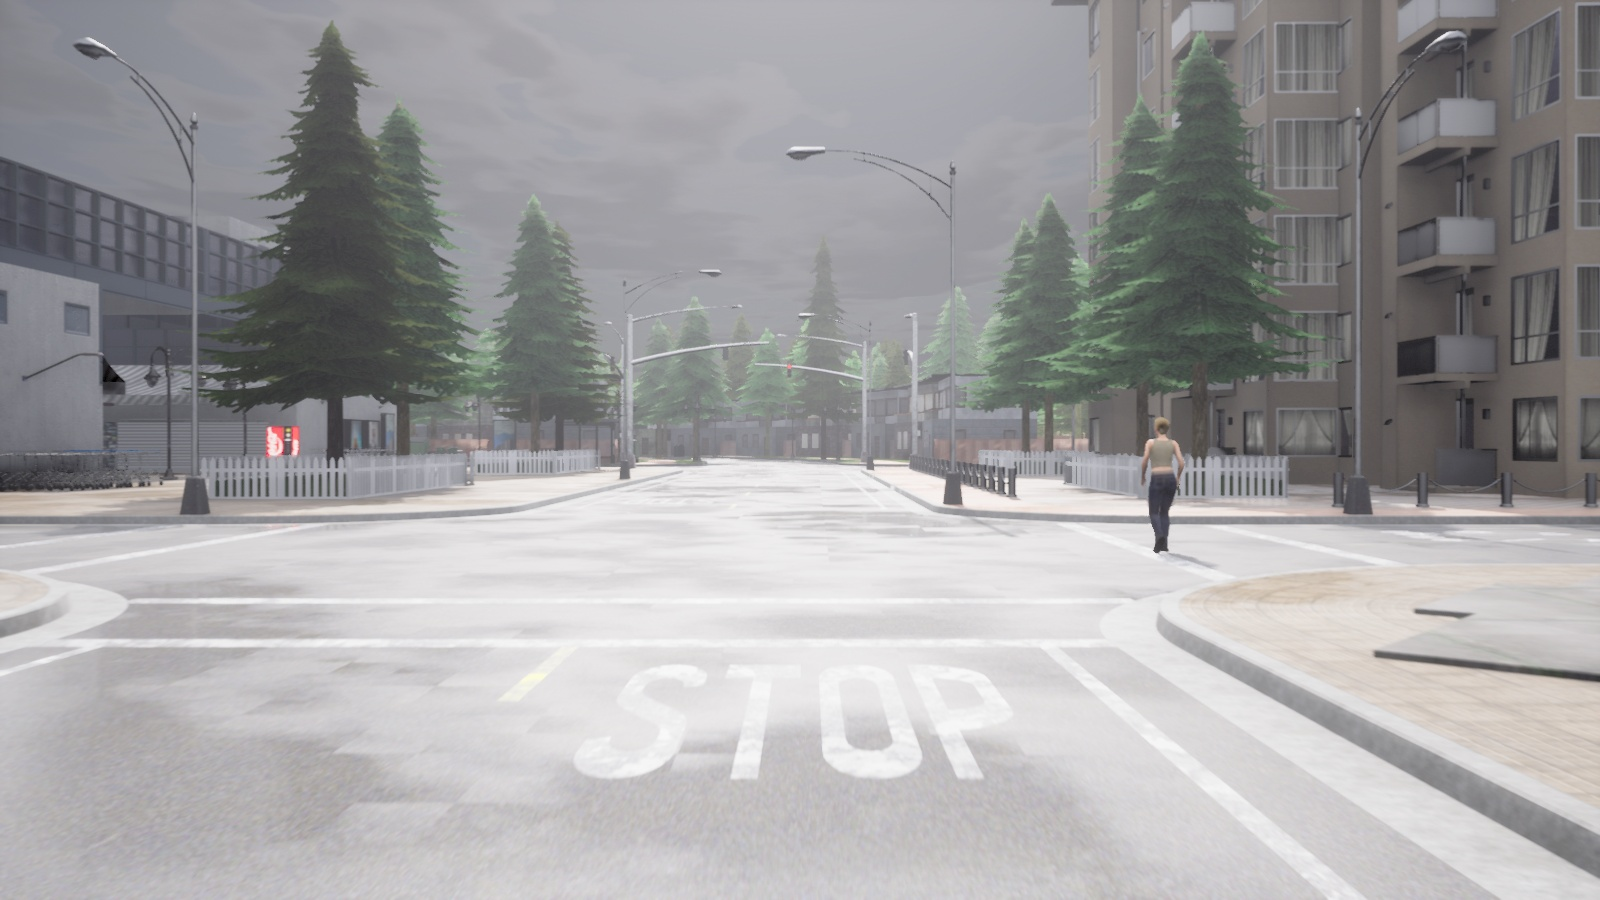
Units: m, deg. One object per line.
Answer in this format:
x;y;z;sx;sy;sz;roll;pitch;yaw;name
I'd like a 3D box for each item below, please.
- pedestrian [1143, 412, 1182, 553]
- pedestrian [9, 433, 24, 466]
4.789;0.423;16.590;0.345;1.836;0.594;0;0;1;pedestrian
-43.128;-0.032;69.139;0.594;1.836;0.345;0;0;0;pedestrian
